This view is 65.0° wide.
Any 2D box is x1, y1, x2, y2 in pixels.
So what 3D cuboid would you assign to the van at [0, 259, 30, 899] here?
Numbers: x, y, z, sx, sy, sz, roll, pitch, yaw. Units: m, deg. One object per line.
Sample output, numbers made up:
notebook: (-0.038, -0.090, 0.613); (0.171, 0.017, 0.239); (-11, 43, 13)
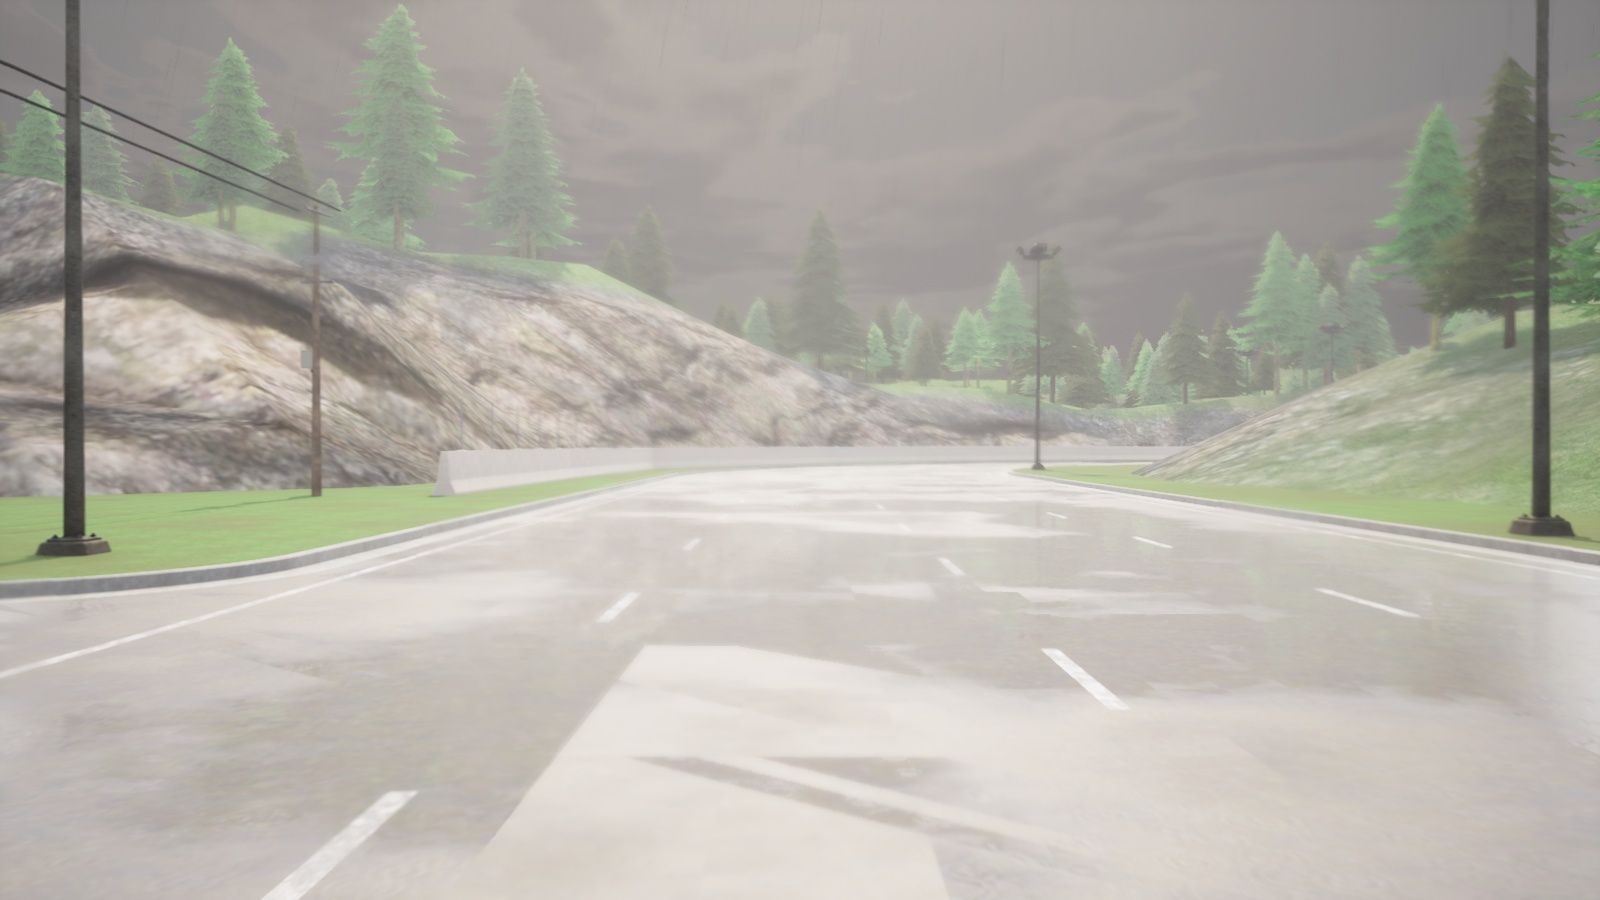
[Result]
van: (-3.475, 0.464, 1.711); (2.069, 2.038, 4.480); (0, 1, 0)
